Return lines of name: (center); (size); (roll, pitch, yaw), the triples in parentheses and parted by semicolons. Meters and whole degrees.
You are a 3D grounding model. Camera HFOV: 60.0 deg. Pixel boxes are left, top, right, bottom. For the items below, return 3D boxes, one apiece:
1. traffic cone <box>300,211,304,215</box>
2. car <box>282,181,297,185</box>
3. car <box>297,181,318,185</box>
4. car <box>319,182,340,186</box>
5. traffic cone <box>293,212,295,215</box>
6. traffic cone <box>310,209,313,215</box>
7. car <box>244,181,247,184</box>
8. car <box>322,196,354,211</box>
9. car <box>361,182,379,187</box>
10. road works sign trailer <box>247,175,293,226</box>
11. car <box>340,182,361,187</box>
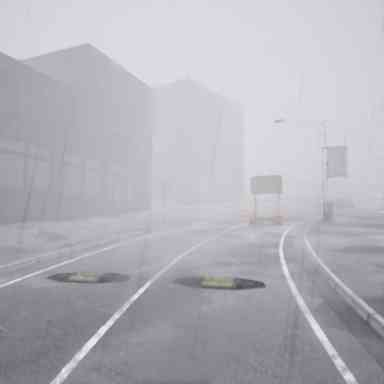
traffic cone: (11.915, 2.152, 36.000); (0.340, 0.580, 0.340); (-3, -2, 31)
car: (21.437, -1.922, 78.424); (4.892, 1.521, 2.231); (1, -5, -9)
car: (26.883, -1.831, 79.314); (4.892, 1.521, 2.231); (1, -5, -9)
car: (32.340, -1.672, 80.306); (4.674, 1.452, 2.002); (1, -5, -10)
traffic cone: (11.061, 2.196, 36.512); (0.340, 0.580, 0.340); (-3, -2, 31)
traffic cone: (12.770, 2.109, 35.489); (0.340, 0.580, 0.340); (-3, -2, 31)
car: (10.637, -2.204, 76.685); (4.553, 1.767, 2.185); (1, -5, -9)
car: (21.288, 1.651, 48.365); (5.566, 2.045, 2.150); (0, -4, -37)
car: (43.161, -1.562, 82.652); (4.553, 1.767, 2.185); (2, -5, -13)
road works sign trailer: (5.599, 0.557, 24.590); (2.380, 3.560, 2.880); (-2, -1, 32)
car: (37.775, -1.579, 81.420); (5.008, 1.535, 2.097); (1, -5, -12)
